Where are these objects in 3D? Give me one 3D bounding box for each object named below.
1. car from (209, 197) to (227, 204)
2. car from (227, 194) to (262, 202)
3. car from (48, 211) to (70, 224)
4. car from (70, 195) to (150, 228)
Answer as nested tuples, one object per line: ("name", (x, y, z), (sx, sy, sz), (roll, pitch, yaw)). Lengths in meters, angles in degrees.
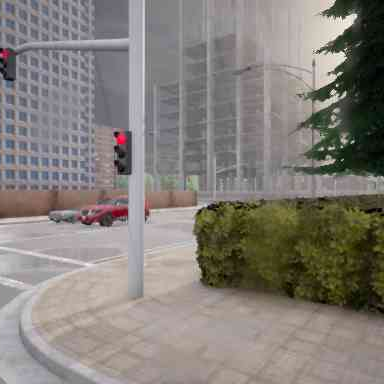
("car", (3.889, 1.405, 42.279), (2.097, 1.767, 4.553), (0, 0, 36))
("car", (6.857, 1.264, 40.407), (2.150, 2.045, 5.566), (0, 0, 35))
("car", (-8.336, 1.656, 25.238), (1.895, 1.301, 4.718), (0, 0, 35))
("car", (-5.325, 1.276, 23.448), (2.150, 2.045, 5.566), (0, 0, 35))
